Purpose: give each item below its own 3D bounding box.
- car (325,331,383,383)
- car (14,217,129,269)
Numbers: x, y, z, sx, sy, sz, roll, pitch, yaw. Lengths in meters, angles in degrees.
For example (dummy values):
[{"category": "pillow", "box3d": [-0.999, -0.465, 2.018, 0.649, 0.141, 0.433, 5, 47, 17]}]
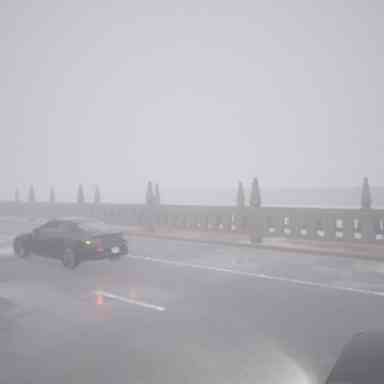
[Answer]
[{"category": "car", "box3d": [3.430, 1.538, 1.544, 5.357, 1.411, 2.033, 0, 0, 35]}, {"category": "car", "box3d": [-4.150, 1.570, 11.257, 4.674, 1.442, 1.812, 0, 0, 36]}]
